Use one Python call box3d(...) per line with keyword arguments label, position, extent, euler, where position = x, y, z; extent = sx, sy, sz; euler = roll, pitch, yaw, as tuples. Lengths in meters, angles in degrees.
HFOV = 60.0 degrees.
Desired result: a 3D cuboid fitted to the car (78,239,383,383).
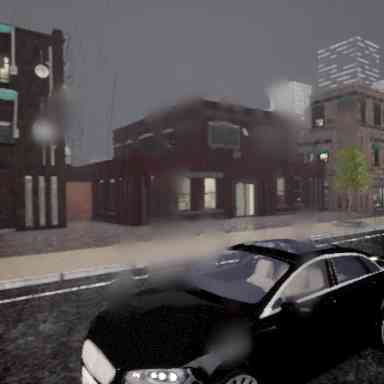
box3d(label="car", position=(1.069, 1.456, 4.436), extent=(4.902, 1.511, 2.128), euler=(-1, 0, -35))
